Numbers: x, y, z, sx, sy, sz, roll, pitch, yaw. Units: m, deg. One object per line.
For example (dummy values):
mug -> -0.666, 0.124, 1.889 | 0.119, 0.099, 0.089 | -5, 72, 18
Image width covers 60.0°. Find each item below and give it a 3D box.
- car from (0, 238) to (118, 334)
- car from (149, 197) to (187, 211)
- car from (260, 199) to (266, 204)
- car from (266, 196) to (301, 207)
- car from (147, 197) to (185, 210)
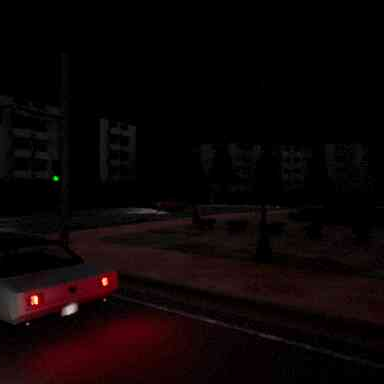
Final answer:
car -> -3.715, 1.595, 6.683 | 4.718, 1.301, 1.895 | 0, 0, 37
car -> -2.778, 1.456, 39.802 | 1.882, 1.535, 5.008 | 0, 0, 44
car -> 13.566, 1.485, 54.989 | 4.902, 1.511, 2.128 | 0, 0, -20
car -> 14.543, 1.465, 51.608 | 5.008, 1.535, 1.882 | 0, 0, -21
car -> -3.429, 1.480, 44.060 | 4.892, 1.490, 1.837 | 0, 0, -43
